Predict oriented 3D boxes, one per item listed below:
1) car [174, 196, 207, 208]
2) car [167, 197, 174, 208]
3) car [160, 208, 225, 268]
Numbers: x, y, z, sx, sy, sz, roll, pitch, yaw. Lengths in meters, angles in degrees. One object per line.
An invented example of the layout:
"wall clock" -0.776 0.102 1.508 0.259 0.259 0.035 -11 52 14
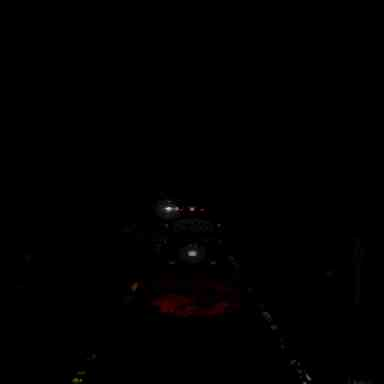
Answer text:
"car" 0.027 1.343 26.368 2.150 2.045 5.566 0 0 0
"car" -2.797 1.580 53.393 2.097 1.767 4.553 0 0 1
"car" 0.031 1.532 11.501 1.882 1.535 5.008 0 0 0
